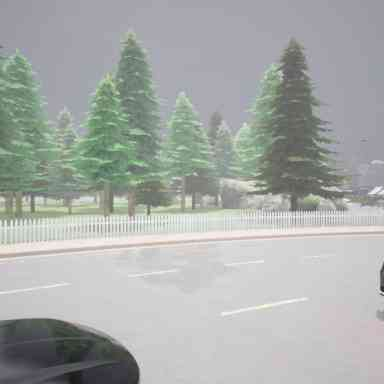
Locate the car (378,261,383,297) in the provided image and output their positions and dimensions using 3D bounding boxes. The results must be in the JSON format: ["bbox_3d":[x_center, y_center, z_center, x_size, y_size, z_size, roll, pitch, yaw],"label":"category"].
[{"bbox_3d":[5.722,1.492,6.151,4.902,1.511,2.128,0,0,-23],"label":"car"}]

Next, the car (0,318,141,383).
[{"bbox_3d":[-2.640,1.478,1.678,5.008,1.535,1.882,0,0,-36],"label":"car"}]

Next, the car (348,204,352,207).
[{"bbox_3d":[19.429,1.277,45.249,2.150,2.045,5.566,0,0,-3],"label":"car"}]

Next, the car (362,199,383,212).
[{"bbox_3d":[23.187,1.581,41.124,1.812,1.442,4.674,0,0,-3],"label":"car"}]

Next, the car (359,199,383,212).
[{"bbox_3d":[19.981,1.619,36.076,1.994,1.385,4.181,0,0,-3],"label":"car"}]
